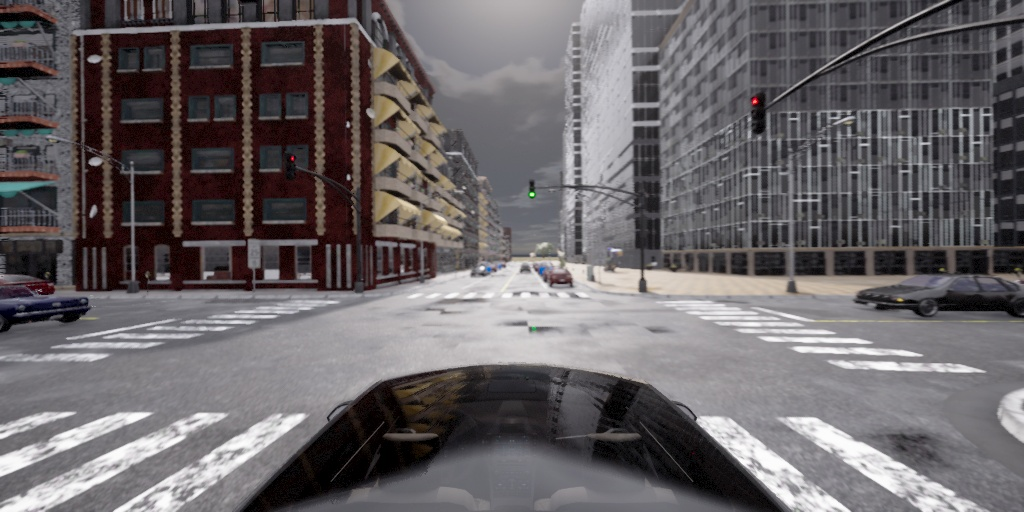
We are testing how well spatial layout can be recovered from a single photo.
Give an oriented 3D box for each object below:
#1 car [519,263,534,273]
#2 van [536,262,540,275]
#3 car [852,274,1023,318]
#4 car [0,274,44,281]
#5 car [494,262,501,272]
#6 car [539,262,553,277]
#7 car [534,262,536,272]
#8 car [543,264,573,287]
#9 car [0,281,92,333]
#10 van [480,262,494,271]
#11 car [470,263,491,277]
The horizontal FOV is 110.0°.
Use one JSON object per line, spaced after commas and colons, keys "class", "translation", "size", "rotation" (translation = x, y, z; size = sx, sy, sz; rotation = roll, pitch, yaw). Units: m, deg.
{"class": "car", "translation": [2.196, 2.051, 58.344], "size": [1.895, 1.301, 4.718], "rotation": [-1, -1, 2]}
{"class": "van", "translation": [4.265, 1.603, 44.555], "size": [1.690, 1.789, 3.998], "rotation": [0, 0, 2]}
{"class": "car", "translation": [15.658, 1.351, 12.826], "size": [5.357, 1.411, 2.033], "rotation": [0, 0, 3]}
{"class": "car", "translation": [-25.237, 1.571, 17.550], "size": [4.507, 1.381, 1.888], "rotation": [0, 0, 3]}
{"class": "car", "translation": [-3.471, 2.091, 61.746], "size": [1.888, 1.381, 4.507], "rotation": [0, 0, 2]}
{"class": "car", "translation": [3.860, 1.564, 33.271], "size": [1.967, 1.591, 4.097], "rotation": [0, 0, 2]}
{"class": "car", "translation": [4.468, 1.875, 50.198], "size": [1.888, 1.381, 4.507], "rotation": [0, 0, 2]}
{"class": "car", "translation": [3.657, 1.600, 27.630], "size": [1.888, 1.381, 4.507], "rotation": [0, 0, 2]}
{"class": "car", "translation": [-16.283, 1.588, 11.201], "size": [4.718, 1.301, 1.895], "rotation": [0, 0, 3]}
{"class": "van", "translation": [-3.876, 1.753, 50.463], "size": [1.690, 1.789, 3.998], "rotation": [0, 0, 2]}
{"class": "car", "translation": [-4.078, 1.910, 44.821], "size": [1.948, 1.339, 4.313], "rotation": [0, 0, 2]}
